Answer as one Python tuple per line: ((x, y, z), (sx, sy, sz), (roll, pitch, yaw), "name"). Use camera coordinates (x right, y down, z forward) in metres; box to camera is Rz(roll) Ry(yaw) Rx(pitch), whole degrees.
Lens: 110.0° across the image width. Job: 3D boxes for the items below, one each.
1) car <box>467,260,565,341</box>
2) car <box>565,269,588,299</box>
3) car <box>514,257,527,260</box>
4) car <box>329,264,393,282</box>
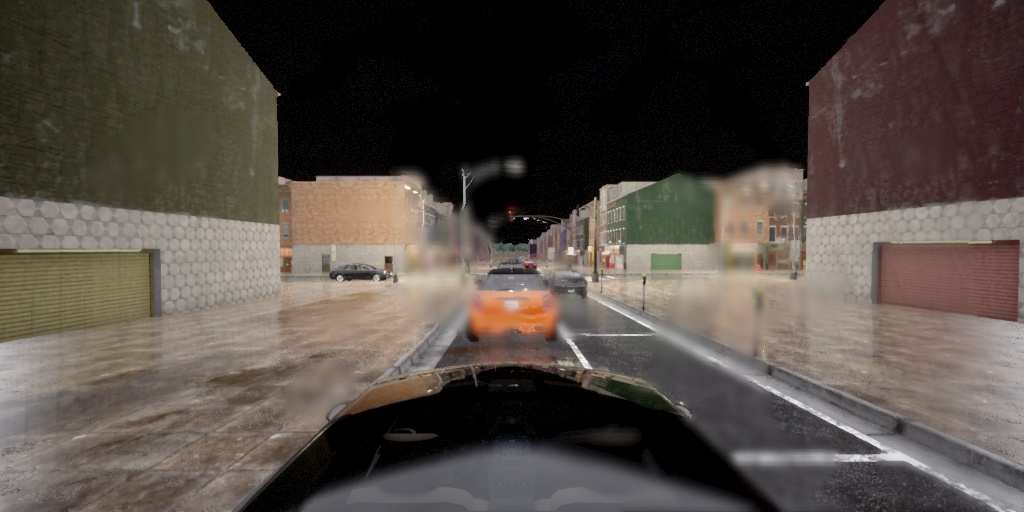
((0.042, 1.100, 9.999), (2.097, 1.767, 4.553), (0, 0, 0), "car")
((2.593, 1.297, 17.570), (2.007, 1.370, 4.403), (0, 0, 0), "car")
((-0.051, 1.099, 19.890), (2.097, 1.767, 4.553), (0, 0, 0), "car")
((-12.316, 1.366, 29.455), (4.892, 1.490, 1.837), (0, 1, -2), "car")
